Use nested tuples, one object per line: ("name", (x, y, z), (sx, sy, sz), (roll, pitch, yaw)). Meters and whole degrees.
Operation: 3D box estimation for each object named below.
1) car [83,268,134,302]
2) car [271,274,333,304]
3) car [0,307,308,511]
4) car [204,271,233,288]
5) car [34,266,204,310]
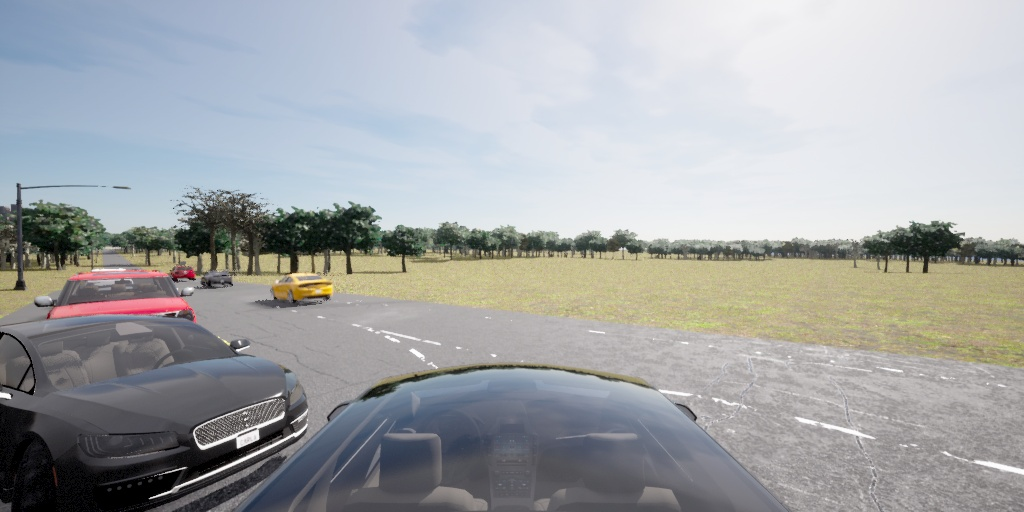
("car", (-27.922, 1.890, 24.855), (5.566, 2.045, 2.150), (-2, 0, 41))
("car", (-11.851, 1.735, 20.095), (5.008, 1.535, 1.882), (-2, 0, 41))
("car", (-4.540, 1.445, 3.996), (4.892, 1.490, 1.837), (-3, -3, 21))
("car", (-28.701, 2.206, 34.823), (4.902, 1.511, 2.128), (-2, 0, 41))
("car", (-9.426, 1.386, 8.669), (5.566, 2.045, 2.150), (-2, 0, 41))
